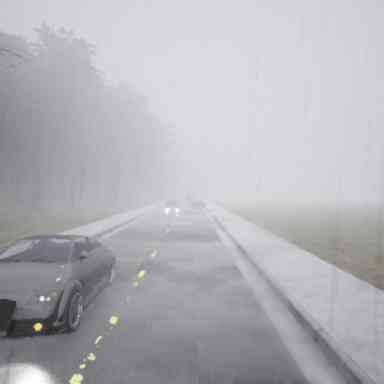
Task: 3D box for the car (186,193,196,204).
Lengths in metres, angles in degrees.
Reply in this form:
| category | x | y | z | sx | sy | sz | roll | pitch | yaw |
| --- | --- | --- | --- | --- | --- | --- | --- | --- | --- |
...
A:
| category | x | y | z | sx | sy | sz | roll | pitch | yaw |
| --- | --- | --- | --- | --- | --- | --- | --- | --- | --- |
| car | -0.031 | 1.200 | 64.291 | 2.150 | 2.045 | 5.566 | 0 | 0 | 0 |

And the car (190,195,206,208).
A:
| category | x | y | z | sx | sy | sz | roll | pitch | yaw |
| --- | --- | --- | --- | --- | --- | --- | --- | --- | --- |
| car | 0.939 | 1.497 | 46.278 | 1.812 | 1.442 | 4.674 | 0 | 0 | 0 |

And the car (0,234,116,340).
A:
| category | x | y | z | sx | sy | sz | roll | pitch | yaw |
| --- | --- | --- | --- | --- | --- | --- | --- | --- | --- |
| car | -2.854 | 1.560 | 6.604 | 1.994 | 1.385 | 4.181 | 0 | 0 | 0 |

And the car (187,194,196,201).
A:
| category | x | y | z | sx | sy | sz | roll | pitch | yaw |
| --- | --- | --- | --- | --- | --- | --- | --- | --- | --- |
| car | -0.038 | 1.332 | 81.501 | 2.128 | 1.511 | 4.902 | 0 | 0 | 0 |

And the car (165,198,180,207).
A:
| category | x | y | z | sx | sy | sz | roll | pitch | yaw |
| --- | --- | --- | --- | --- | --- | --- | --- | --- | --- |
| car | -2.843 | 1.570 | 48.897 | 1.895 | 1.301 | 4.718 | 0 | 0 | 0 |
